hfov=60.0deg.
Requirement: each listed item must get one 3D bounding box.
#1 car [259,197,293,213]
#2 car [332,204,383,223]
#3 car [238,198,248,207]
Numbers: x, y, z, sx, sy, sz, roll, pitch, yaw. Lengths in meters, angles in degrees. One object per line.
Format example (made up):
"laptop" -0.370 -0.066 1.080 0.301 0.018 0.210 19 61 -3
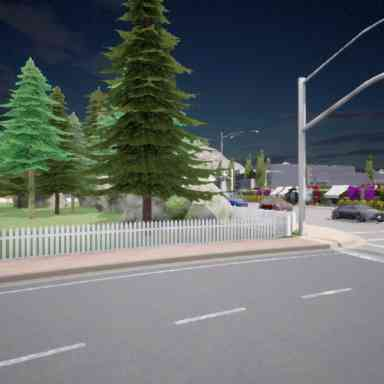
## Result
"car" 9.366 1.404 37.337 2.097 1.767 4.553 0 0 -17
"car" 12.824 1.617 25.700 1.994 1.385 4.181 0 0 -17
"car" 6.325 1.530 47.586 1.882 1.535 5.008 0 0 -17
